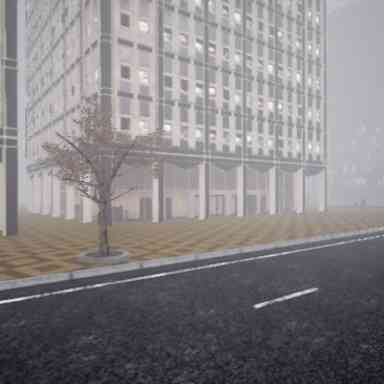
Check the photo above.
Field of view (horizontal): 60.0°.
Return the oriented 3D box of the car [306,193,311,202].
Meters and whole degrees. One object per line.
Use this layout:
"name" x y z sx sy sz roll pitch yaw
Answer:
"car" 24.475 1.294 74.414 2.150 2.045 5.566 0 0 -9
